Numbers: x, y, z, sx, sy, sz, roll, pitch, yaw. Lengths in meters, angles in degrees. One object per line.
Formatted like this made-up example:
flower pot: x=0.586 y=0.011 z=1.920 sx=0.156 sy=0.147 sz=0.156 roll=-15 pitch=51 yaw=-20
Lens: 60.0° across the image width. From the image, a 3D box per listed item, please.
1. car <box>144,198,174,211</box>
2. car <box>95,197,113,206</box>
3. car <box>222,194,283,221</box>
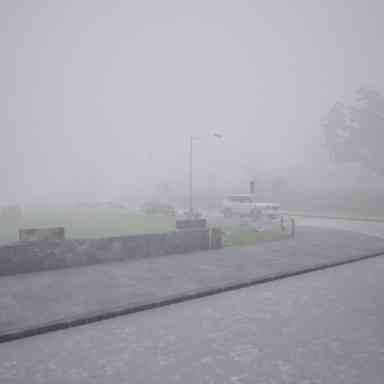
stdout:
car: x=-3.984 y=1.478 z=39.772 sx=1.882 sy=1.535 sz=5.008 roll=0 pitch=1 yaw=-35
car: x=-14.566 y=1.541 z=54.752 sx=1.812 sy=1.442 sz=4.674 roll=0 pitch=0 yaw=-36
car: x=4.800 y=1.222 z=27.462 sx=2.150 sy=2.045 sz=5.566 roll=0 pitch=0 yaw=-36
